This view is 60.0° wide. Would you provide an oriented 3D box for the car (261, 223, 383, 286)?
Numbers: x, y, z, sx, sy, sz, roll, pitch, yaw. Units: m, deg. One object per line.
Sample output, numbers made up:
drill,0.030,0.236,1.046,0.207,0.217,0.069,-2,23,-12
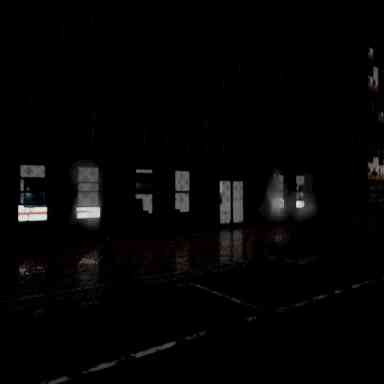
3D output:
car,3.796,1.557,9.273,4.206,1.307,1.802,0,0,-36
